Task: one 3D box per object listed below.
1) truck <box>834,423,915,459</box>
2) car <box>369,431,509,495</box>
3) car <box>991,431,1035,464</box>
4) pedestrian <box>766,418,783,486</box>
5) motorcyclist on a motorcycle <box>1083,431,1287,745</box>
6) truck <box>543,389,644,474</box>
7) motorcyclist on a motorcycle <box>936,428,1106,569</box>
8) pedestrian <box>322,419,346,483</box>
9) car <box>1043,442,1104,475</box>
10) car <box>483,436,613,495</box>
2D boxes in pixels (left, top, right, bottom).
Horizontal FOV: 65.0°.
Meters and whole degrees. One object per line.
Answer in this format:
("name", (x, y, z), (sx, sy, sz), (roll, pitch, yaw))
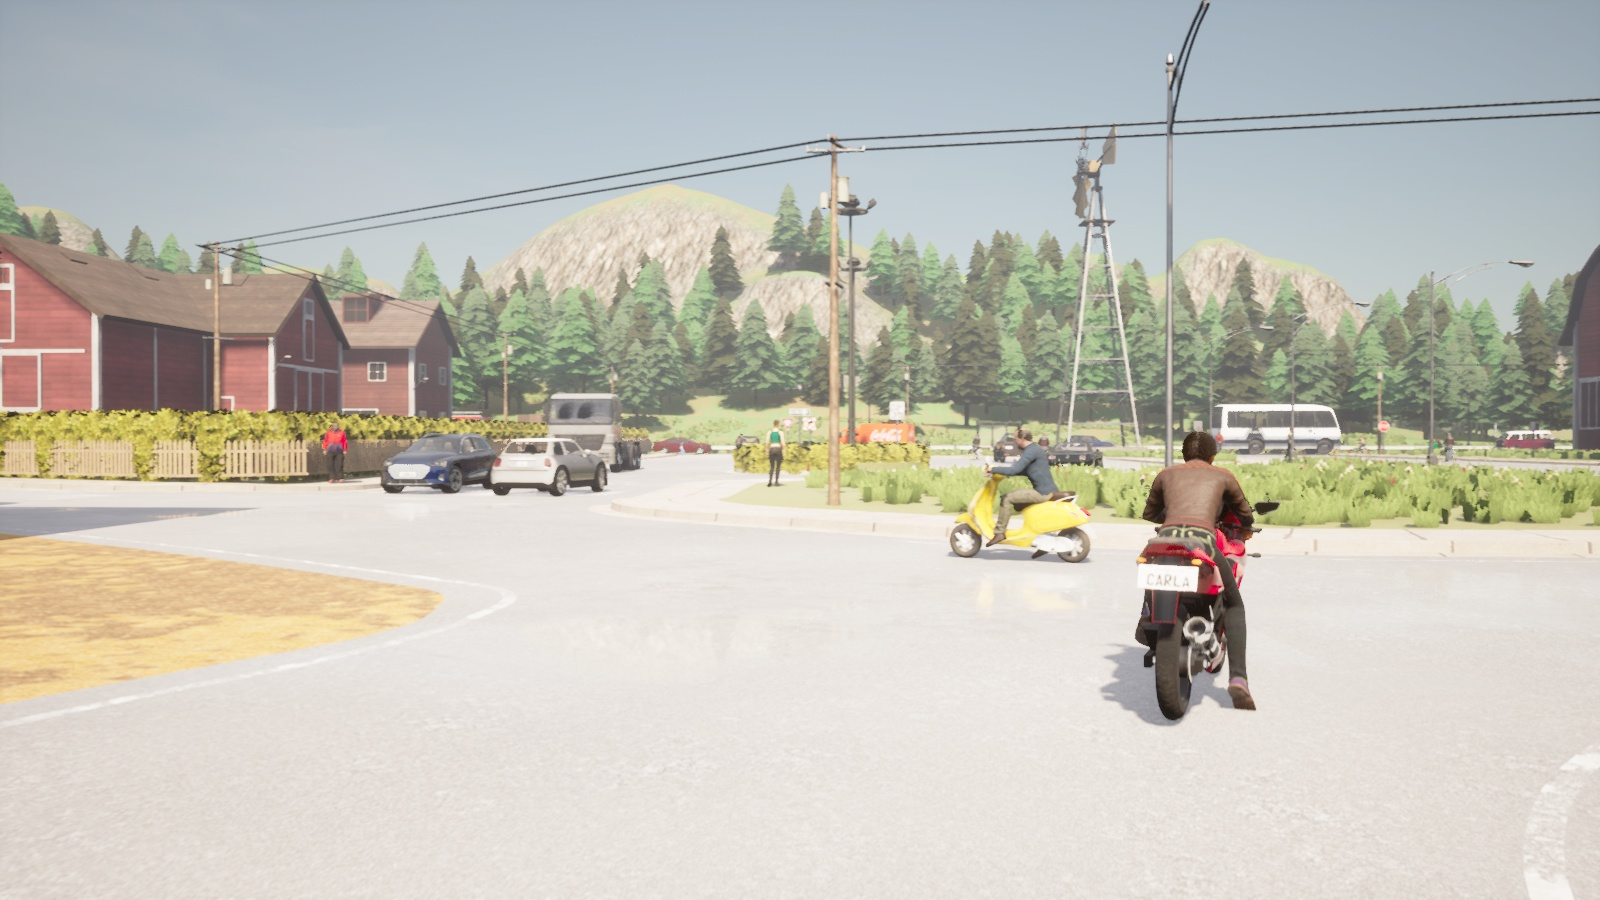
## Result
("truck", (5.229, -0.621, 87.964), (5.204, 2.467, 2.627), (0, 1, 19))
("car", (-9.933, 0.313, 35.014), (2.033, 1.649, 4.856), (0, 1, 7))
("car", (12.517, -0.168, 73.954), (1.932, 1.855, 4.605), (0, 1, 2))
("pedestrian", (-0.693, 0.059, 34.052), (0.345, 1.836, 0.594), (0, 1, 10))
("motorcyclist on a motorcycle", (2.258, 0.655, 7.170), (0.797, 1.523, 2.044), (0, 1, 26))
("truck", (-8.970, -0.802, 55.528), (2.891, 3.462, 7.936), (0, 1, 2))
("motorcyclist on a motorcycle", (2.625, 0.532, 14.924), (1.817, 1.590, 0.866), (1, 1, 27))
("pedestrian", (-13.549, 0.022, 36.520), (0.634, 1.844, 0.899), (0, 1, -20))
("car", (11.433, 0.332, 52.304), (1.895, 1.301, 4.718), (0, 1, 20))
("car", (-6.604, 0.370, 33.341), (1.970, 1.475, 3.806), (0, 1, 14))
